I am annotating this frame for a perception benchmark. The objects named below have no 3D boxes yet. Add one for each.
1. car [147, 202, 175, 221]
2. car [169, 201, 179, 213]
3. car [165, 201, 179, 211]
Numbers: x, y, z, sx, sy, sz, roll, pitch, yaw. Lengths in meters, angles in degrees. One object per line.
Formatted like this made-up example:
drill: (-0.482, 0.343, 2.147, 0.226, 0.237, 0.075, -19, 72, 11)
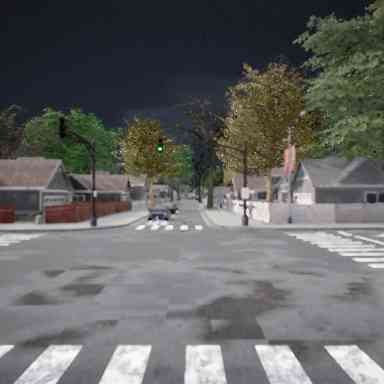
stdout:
car: (-3.082, 1.969, 32.084, 2.033, 1.411, 5.357, 0, -1, 0)
car: (-3.096, 2.037, 42.305, 1.882, 1.535, 5.008, 0, -1, 0)
car: (-3.111, 2.207, 52.701, 1.837, 1.490, 4.892, 0, -1, 0)
